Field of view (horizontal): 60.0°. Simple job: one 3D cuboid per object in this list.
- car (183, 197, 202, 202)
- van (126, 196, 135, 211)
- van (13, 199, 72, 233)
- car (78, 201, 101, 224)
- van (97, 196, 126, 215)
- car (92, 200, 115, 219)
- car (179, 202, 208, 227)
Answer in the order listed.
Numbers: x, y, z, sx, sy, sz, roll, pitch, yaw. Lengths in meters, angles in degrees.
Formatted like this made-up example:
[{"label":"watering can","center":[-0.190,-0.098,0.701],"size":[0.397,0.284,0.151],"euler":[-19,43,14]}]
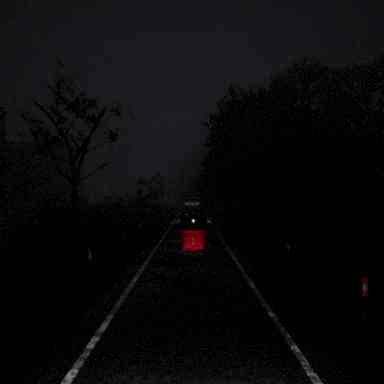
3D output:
[{"label":"car","center":[0.073,1.595,40.432],"size":[2.150,2.045,5.566],"euler":[0,-1,0]},{"label":"van","center":[-9.278,1.649,47.941],"size":[1.878,1.987,4.442],"euler":[0,-2,-2]},{"label":"van","center":[-9.082,1.389,20.283],"size":[1.878,1.987,4.442],"euler":[0,0,2]},{"label":"car","center":[-9.086,1.651,25.965],"size":[2.231,1.521,4.892],"euler":[0,-2,-2]},{"label":"van","center":[-9.108,1.549,37.991],"size":[1.878,1.987,4.442],"euler":[0,-2,-3]},{"label":"car","center":[-9.095,1.738,31.476],"size":[2.163,1.488,4.792],"euler":[0,-2,-2]},{"label":"car","center":[0.089,1.713,24.445],"size":[1.837,1.490,4.892],"euler":[0,-1,0]}]
